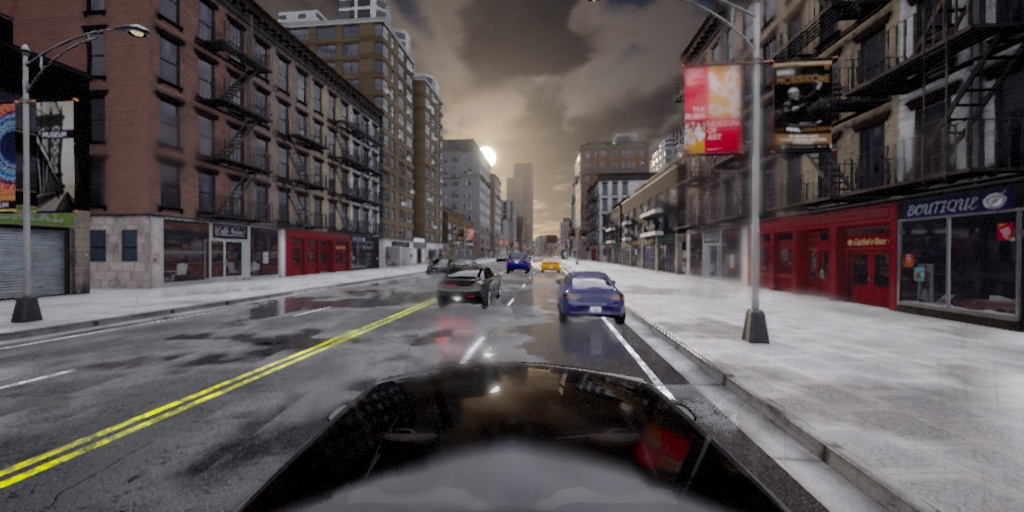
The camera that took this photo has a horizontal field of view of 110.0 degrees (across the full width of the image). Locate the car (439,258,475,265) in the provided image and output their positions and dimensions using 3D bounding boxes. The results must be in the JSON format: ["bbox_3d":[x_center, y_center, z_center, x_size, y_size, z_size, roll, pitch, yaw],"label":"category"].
[{"bbox_3d":[-3.669,1.023,27.818,2.128,1.511,4.902,0,0,6],"label":"car"}]

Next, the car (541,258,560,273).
[{"bbox_3d":[4.104,0.939,38.067,1.882,1.535,5.008,0,0,6],"label":"car"}]

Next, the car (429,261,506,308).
[{"bbox_3d":[-1.587,1.151,14.571,1.837,1.490,4.892,0,1,6],"label":"car"}]

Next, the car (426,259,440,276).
[{"bbox_3d":[-6.389,0.988,33.052,1.837,1.490,4.892,0,0,6],"label":"car"}]

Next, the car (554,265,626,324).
[{"bbox_3d":[2.408,1.202,11.577,1.812,1.442,4.674,0,0,6],"label":"car"}]

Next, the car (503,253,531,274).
[{"bbox_3d":[0.746,0.687,36.823,2.150,2.045,5.566,0,0,6],"label":"car"}]
